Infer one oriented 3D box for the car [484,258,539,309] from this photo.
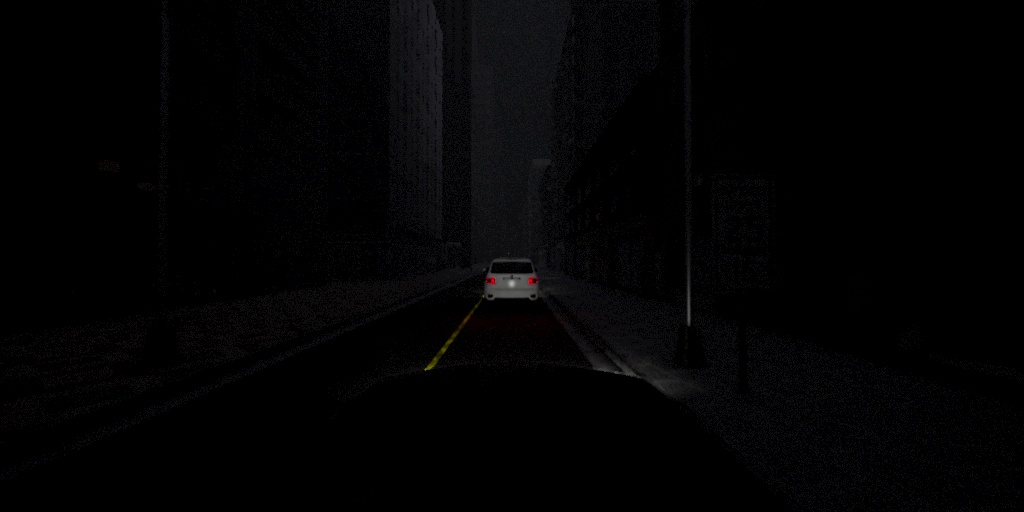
[{"bbox_3d":[-0.009,1.101,15.867,2.150,2.045,5.566,0,0,0],"label":"car"}]
